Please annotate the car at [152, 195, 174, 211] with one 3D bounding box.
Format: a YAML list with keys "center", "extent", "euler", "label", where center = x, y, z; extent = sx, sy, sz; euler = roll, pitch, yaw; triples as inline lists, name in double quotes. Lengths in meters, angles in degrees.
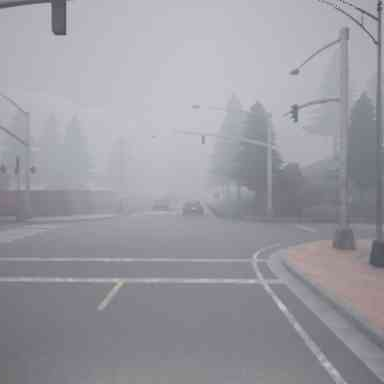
- center: [-3.575, 1.467, 39.375]
  extent: [2.033, 1.411, 5.357]
  euler: [0, 0, 0]
  label: "car"

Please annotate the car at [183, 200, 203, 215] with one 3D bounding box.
- center: [0.101, 1.496, 32.962]
  extent: [1.994, 1.385, 4.181]
  euler: [0, 0, 0]
  label: "car"

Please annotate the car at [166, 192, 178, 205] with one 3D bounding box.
- center: [-3.518, 1.107, 55.688]
  extent: [2.150, 2.045, 5.566]
  euler: [0, 0, 0]
  label: "car"
